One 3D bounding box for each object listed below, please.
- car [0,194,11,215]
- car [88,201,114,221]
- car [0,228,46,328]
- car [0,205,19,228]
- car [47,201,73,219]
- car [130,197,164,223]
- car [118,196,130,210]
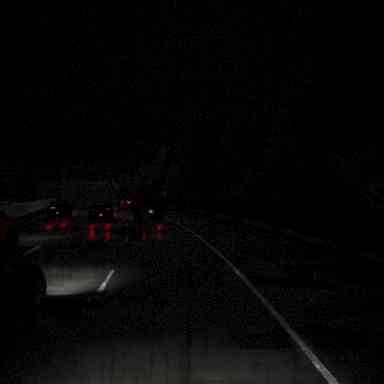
[{"bbox_3d":[-20.734,1.276,34.703,2.150,2.045,5.566,0,0,-17],"label":"car"},{"bbox_3d":[-7.397,1.496,27.028,2.128,1.511,4.902,0,0,-15],"label":"car"},{"bbox_3d":[-3.697,1.536,4.624,1.812,1.442,4.674,0,0,-3],"label":"car"},{"bbox_3d":[-7.722,1.244,10.865,2.150,2.045,5.566,0,0,-7],"label":"car"},{"bbox_3d":[-11.834,1.512,29.931,2.128,1.511,4.902,0,0,-16],"label":"car"},{"bbox_3d":[-3.382,1.420,25.441,2.033,1.649,4.856,0,0,-13],"label":"car"},{"bbox_3d":[-8.276,1.343,42.375,2.097,1.767,4.553,0,0,-17],"label":"car"}]
